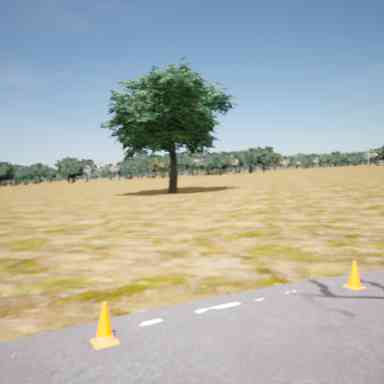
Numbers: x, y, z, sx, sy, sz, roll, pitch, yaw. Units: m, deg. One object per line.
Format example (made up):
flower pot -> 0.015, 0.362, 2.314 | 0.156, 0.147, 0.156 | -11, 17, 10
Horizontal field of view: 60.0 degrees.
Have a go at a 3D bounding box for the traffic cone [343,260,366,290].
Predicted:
traffic cone -> 3.542, 1.789, 7.252 | 0.340, 0.580, 0.340 | -1, 2, -23

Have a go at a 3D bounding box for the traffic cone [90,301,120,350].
traffic cone -> -1.248, 1.867, 4.776 | 0.340, 0.580, 0.340 | -1, 1, -32
